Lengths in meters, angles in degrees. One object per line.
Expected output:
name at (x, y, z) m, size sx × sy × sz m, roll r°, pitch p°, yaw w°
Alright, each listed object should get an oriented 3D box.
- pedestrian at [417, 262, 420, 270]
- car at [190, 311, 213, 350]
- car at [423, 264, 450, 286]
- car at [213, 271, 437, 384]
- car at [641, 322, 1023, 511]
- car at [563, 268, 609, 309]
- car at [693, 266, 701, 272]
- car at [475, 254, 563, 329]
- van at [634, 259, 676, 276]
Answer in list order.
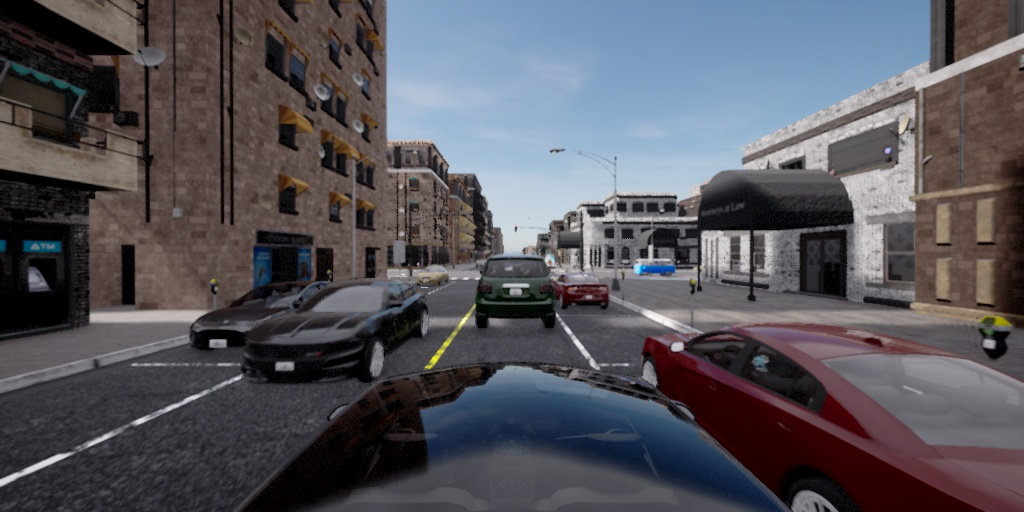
pedestrian at (-12.575, 1.269, 48.098) m, size 0.500 × 1.100 × 0.500 m, roll 0°, pitch 0°, yaw 0°
car at (-5.682, 1.324, 9.116) m, size 1.948 × 1.339 × 4.313 m, roll 0°, pitch 0°, yaw 0°
car at (-5.662, 1.308, 26.036) m, size 1.751 × 1.417 × 4.829 m, roll 0°, pitch 0°, yaw 0°
car at (-3.091, 1.233, 7.385) m, size 1.882 × 1.535 × 5.008 m, roll 0°, pitch 0°, yaw 0°
car at (2.691, 1.297, 3.404) m, size 1.888 × 1.381 × 4.507 m, roll 0°, pitch 0°, yaw 0°
car at (2.705, 1.310, 14.797) m, size 1.888 × 1.381 × 4.507 m, roll 0°, pitch 0°, yaw 0°
car at (25.537, 1.375, 45.394) m, size 4.829 × 1.417 × 1.751 m, roll 0°, pitch 0°, yaw 0°
car at (0.107, 0.981, 11.455) m, size 2.150 × 2.045 × 5.566 m, roll 0°, pitch 0°, yaw 0°
van at (14.698, 1.207, 36.947) m, size 3.998 × 1.789 × 1.690 m, roll 0°, pitch 0°, yaw 0°
